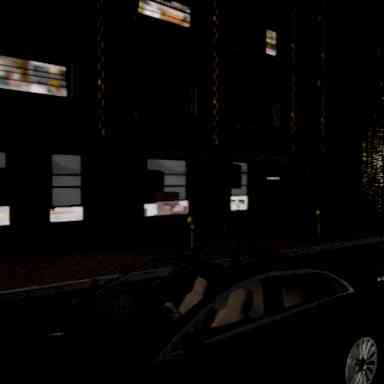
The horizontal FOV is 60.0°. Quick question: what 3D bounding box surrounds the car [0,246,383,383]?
[{"bbox_3d":[0.160,1.420,3.500,4.902,1.511,2.128,0,1,-34],"label":"car"}]
